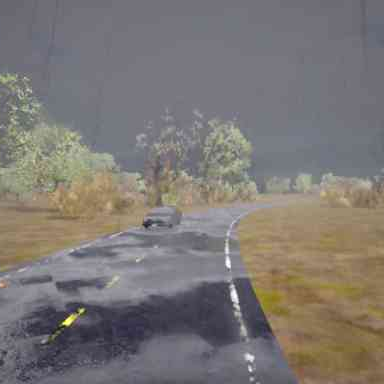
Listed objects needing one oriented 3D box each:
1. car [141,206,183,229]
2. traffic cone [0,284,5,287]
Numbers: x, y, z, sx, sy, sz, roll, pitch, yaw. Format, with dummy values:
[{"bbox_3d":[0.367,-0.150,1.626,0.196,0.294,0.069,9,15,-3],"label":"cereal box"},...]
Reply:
[{"bbox_3d":[-1.882,1.679,22.983,2.033,1.411,5.357,0,0,9],"label":"car"},{"bbox_3d":[-4.752,1.979,7.999,0.340,0.580,0.340,0,0,3],"label":"traffic cone"}]
